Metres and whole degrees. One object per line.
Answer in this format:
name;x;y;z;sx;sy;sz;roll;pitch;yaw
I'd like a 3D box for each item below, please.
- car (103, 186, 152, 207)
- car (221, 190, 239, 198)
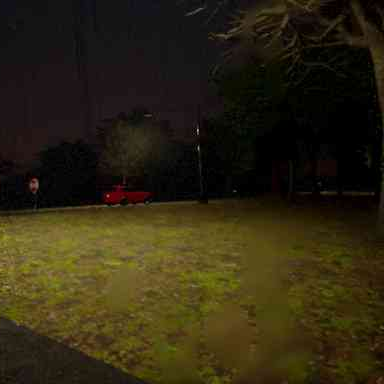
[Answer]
car;-6.528;0.419;34.119;2.150;2.045;5.566;-4;-1;34
car;7.702;0.381;67.269;2.128;1.511;4.902;-4;-1;34
